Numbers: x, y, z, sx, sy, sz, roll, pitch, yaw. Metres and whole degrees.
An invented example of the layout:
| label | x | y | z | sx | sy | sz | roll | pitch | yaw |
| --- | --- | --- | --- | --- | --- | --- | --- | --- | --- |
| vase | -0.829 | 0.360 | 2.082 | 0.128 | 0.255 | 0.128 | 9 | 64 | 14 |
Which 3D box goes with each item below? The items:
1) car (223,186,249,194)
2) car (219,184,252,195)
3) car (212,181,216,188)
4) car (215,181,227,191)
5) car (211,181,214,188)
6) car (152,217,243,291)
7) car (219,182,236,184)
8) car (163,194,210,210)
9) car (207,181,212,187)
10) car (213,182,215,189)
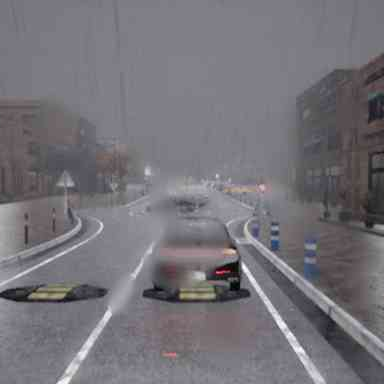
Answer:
| label | x | y | z | sx | sy | sz | roll | pitch | yaw |
| --- | --- | --- | --- | --- | --- | --- | --- | --- | --- |
| car | 8.157 | -0.338 | 62.099 | 4.674 | 1.452 | 2.002 | 0 | 3 | -1 |
| car | 8.000 | -0.244 | 59.340 | 5.366 | 1.575 | 1.946 | 0 | 3 | -1 |
| car | 7.893 | -1.213 | 81.368 | 4.792 | 1.488 | 2.163 | 0 | 2 | -1 |
| car | 8.117 | -0.894 | 67.589 | 5.566 | 2.045 | 2.435 | 0 | 3 | -1 |
| car | 7.896 | -1.351 | 84.121 | 5.008 | 1.535 | 2.097 | 0 | 2 | -1 |
| car | 0.107 | 1.378 | 8.535 | 2.128 | 1.511 | 4.902 | 0 | -1 | 0 |
| car | 8.089 | -0.638 | 64.843 | 4.553 | 1.767 | 2.185 | 0 | 3 | -1 |
| car | -0.569 | 0.940 | 33.597 | 4.902 | 1.511 | 2.128 | 0 | 0 | 24 |
| car | 7.763 | -1.908 | 92.376 | 5.566 | 2.045 | 2.435 | 0 | 2 | -1 |
| car | 7.995 | -1.013 | 75.860 | 4.892 | 1.521 | 2.231 | 0 | 2 | -1 |
